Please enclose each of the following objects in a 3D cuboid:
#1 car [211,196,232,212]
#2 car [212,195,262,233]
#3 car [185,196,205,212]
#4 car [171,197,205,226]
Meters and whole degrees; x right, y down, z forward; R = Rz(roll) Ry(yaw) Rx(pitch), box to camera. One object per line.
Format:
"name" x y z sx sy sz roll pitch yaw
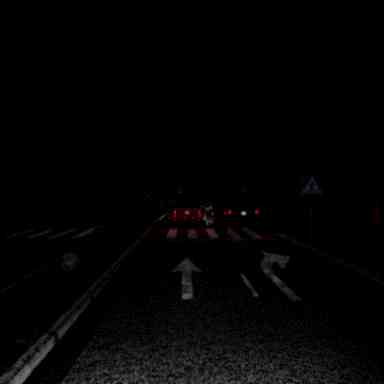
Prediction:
"car" 3.289 1.320 36.947 2.128 1.511 4.902 0 1 5
"car" 2.580 1.186 19.621 2.150 2.045 5.566 0 0 -1
"car" 0.393 1.306 36.900 1.882 1.535 5.008 0 1 5
"car" -0.302 1.310 23.008 2.097 1.767 4.553 0 0 0
